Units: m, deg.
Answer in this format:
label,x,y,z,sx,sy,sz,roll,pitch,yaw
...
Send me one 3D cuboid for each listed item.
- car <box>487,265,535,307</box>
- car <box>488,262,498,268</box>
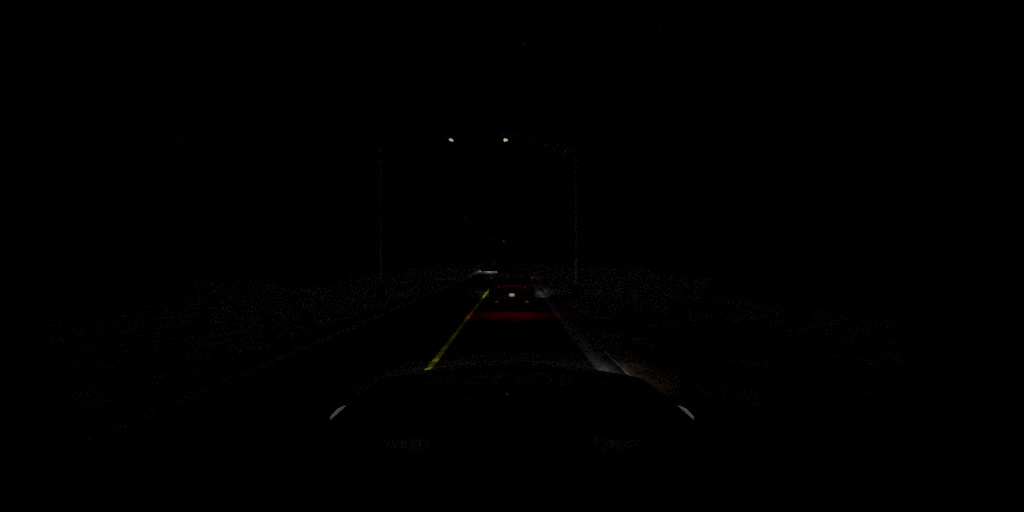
label,x,y,z,sx,sy,sz,roll,pitch,yaw
car,0.004,1.362,16.324,1.882,1.535,5.008,0,0,0
car,-3.016,1.798,61.180,1.812,1.442,4.674,0,-1,0
